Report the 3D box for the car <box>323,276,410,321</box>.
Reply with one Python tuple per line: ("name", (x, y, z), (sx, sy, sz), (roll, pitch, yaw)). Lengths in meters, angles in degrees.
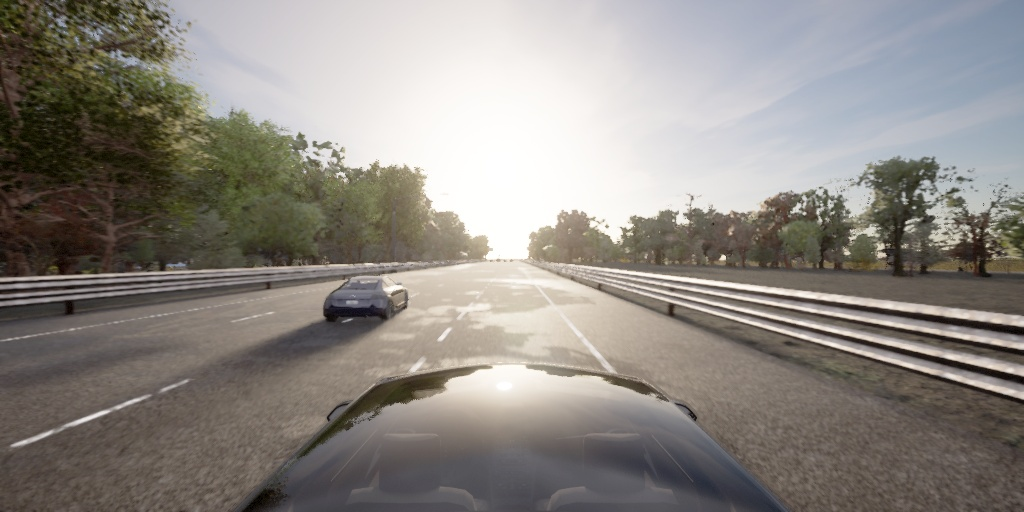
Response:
("car", (-4.995, 1.387, 12.844), (1.994, 1.385, 4.181), (0, 0, -5))
